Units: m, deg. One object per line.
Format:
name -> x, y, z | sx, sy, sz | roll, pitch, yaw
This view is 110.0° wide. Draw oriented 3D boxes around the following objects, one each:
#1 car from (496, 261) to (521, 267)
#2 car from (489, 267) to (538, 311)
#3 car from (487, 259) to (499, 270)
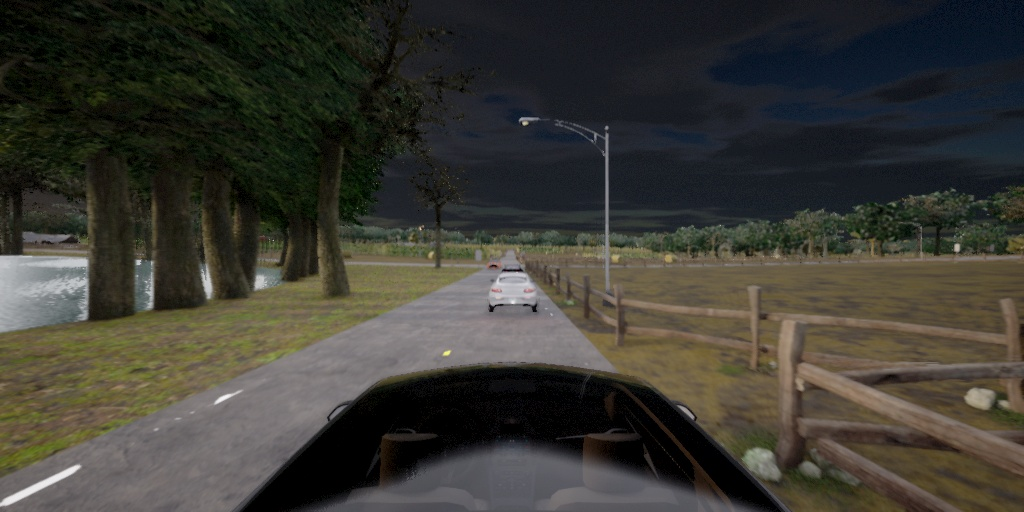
car -> 0.048, 1.400, 29.128 | 2.128, 1.511, 4.902 | 0, 0, 1
car -> 0.054, 1.381, 14.860 | 1.812, 1.442, 4.674 | 0, 0, 0
car -> -2.791, 1.248, 56.977 | 2.097, 1.767, 4.553 | 0, 0, 1
